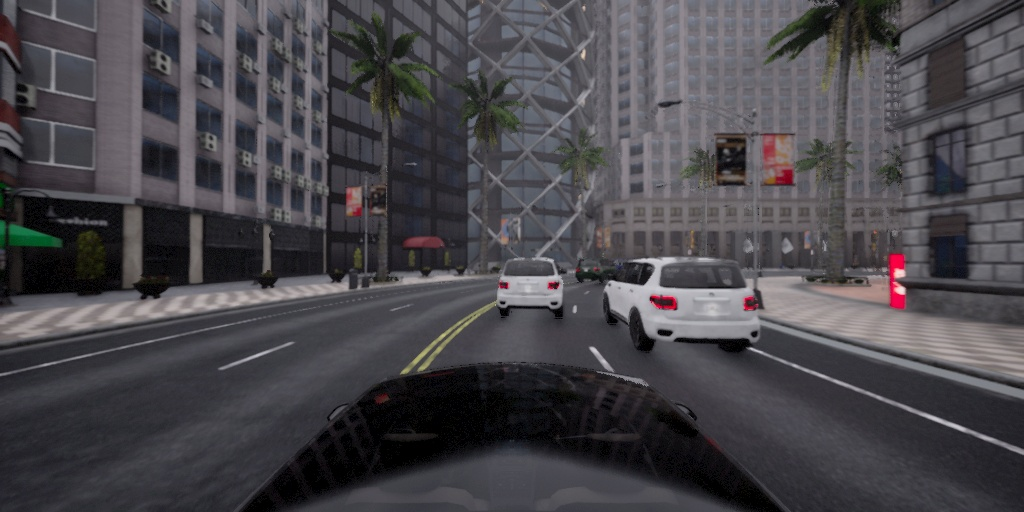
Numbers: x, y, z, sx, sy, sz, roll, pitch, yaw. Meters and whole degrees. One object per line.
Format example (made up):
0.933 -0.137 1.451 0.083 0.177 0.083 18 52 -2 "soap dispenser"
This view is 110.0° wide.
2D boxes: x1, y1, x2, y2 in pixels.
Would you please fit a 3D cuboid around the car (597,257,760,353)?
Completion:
3.836 1.042 9.226 2.150 2.045 5.566 0 0 4 "car"

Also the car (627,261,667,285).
11.319 1.354 29.906 2.097 1.767 4.553 0 -1 34 "car"

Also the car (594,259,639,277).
12.152 1.326 41.414 5.566 2.045 2.150 0 -1 -39 "car"

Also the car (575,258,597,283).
7.211 1.227 30.222 2.150 2.045 5.566 -1 -1 32 "car"

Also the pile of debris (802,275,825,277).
39.453 2.325 46.545 1.860 0.140 1.500 0 0 0 "pile of debris"

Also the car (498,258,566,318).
0.877 1.080 13.690 2.150 2.045 5.566 0 0 8 "car"
